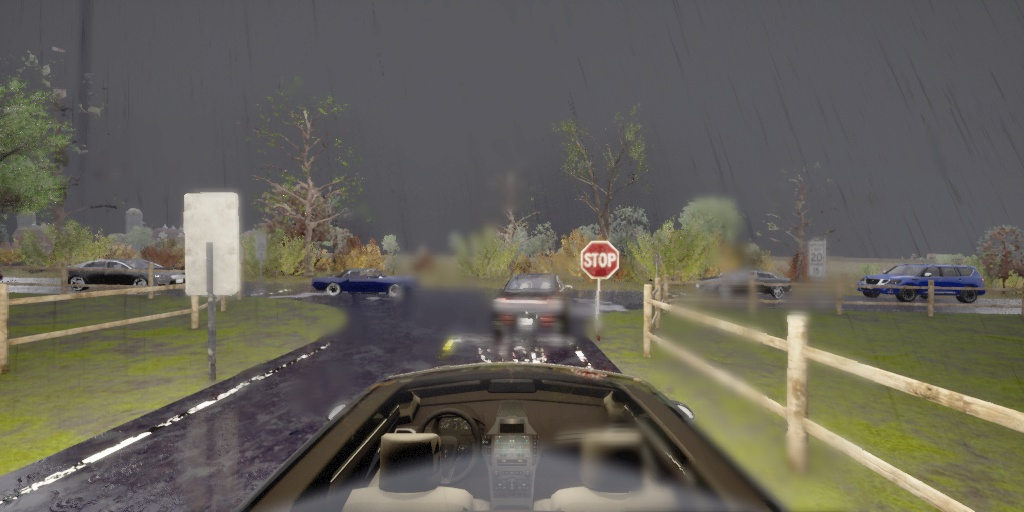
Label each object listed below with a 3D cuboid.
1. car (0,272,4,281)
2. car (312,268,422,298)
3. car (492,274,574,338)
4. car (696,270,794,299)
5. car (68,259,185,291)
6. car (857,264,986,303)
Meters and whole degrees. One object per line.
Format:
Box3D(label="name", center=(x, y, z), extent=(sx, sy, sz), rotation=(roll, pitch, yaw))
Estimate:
Box3D(label="car", center=(-27.784, 0.717, 17.309), extent=(4.674, 1.442, 1.812), rotation=(1, 1, 0))
Box3D(label="car", center=(-6.813, 1.248, 17.272), extent=(4.718, 1.301, 1.895), rotation=(1, 1, 0))
Box3D(label="car", center=(0.711, 1.240, 10.235), extent=(2.128, 1.511, 4.902), rotation=(0, 0, 9))
Box3D(label="car", center=(13.015, 1.525, 20.186), extent=(4.902, 1.511, 2.128), rotation=(1, 1, 0))
Box3D(label="car", center=(-18.481, 0.885, 17.296), extent=(4.902, 1.511, 2.128), rotation=(1, 1, 0))
Box3D(label="car", center=(22.911, 1.467, 20.169), extent=(5.566, 2.045, 2.150), rotation=(1, 1, 0))
